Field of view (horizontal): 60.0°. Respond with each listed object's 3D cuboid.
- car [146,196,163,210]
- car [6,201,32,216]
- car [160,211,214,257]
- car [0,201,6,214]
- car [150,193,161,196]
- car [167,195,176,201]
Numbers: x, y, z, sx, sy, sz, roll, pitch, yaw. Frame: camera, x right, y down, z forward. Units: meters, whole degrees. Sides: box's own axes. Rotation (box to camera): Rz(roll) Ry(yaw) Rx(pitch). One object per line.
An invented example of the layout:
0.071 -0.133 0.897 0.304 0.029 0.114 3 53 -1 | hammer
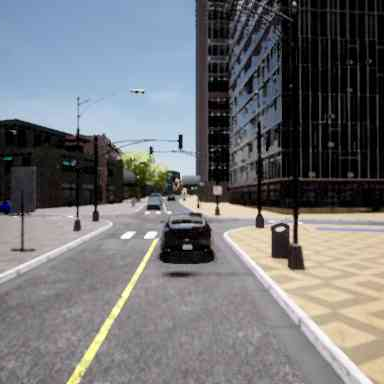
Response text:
-5.042 1.579 44.289 2.033 1.411 5.357 0 0 -5 | car
-18.126 1.583 33.268 4.674 1.442 1.812 0 -1 18 | car
-0.209 1.515 13.013 1.837 1.490 4.892 0 0 -1 | car
-20.272 1.587 31.380 4.313 1.339 1.947 0 -1 18 | car
-5.958 1.261 54.427 2.150 2.045 5.566 0 0 -5 | car
-5.073 1.416 83.980 2.097 1.767 4.553 0 0 -2 | car
